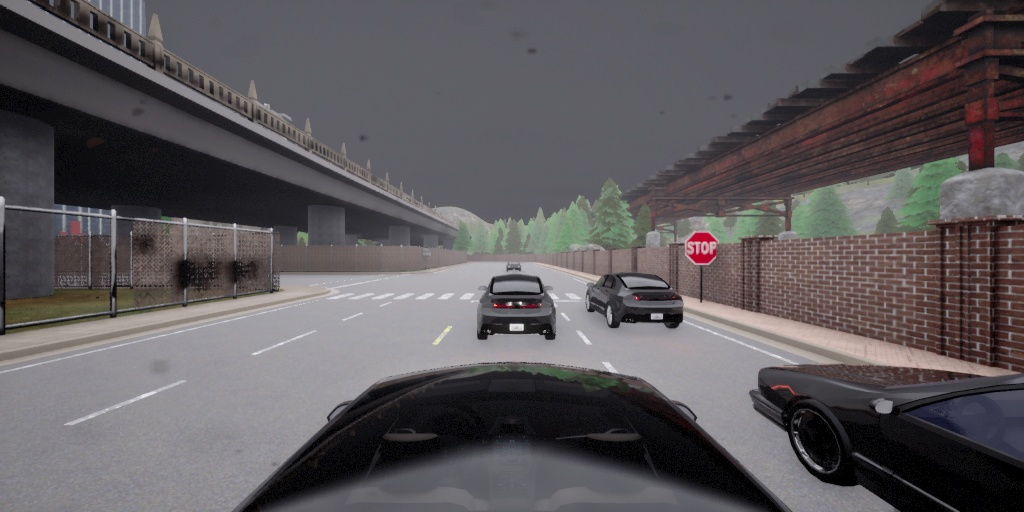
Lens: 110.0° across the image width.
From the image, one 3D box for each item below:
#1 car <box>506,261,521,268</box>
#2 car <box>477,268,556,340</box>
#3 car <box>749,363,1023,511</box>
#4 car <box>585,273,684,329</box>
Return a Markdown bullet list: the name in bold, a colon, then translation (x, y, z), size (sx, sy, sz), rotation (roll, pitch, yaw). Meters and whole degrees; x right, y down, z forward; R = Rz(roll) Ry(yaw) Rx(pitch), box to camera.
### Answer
- **car**: translation (0.212, 1.351, 46.249), size (1.895, 1.301, 4.718), rotation (0, 0, -1)
- **car**: translation (0.104, 1.255, 9.959), size (1.837, 1.490, 4.892), rotation (0, 0, 0)
- **car**: translation (3.600, 1.297, 1.570), size (2.033, 1.411, 5.357), rotation (0, 0, 0)
- **car**: translation (3.606, 1.255, 11.316), size (1.837, 1.490, 4.892), rotation (0, 0, 0)
